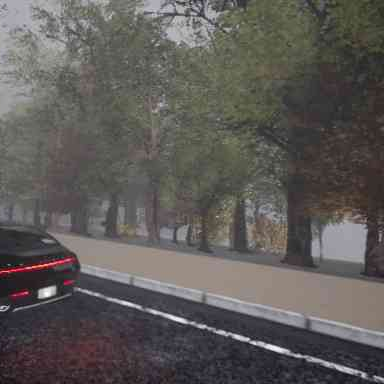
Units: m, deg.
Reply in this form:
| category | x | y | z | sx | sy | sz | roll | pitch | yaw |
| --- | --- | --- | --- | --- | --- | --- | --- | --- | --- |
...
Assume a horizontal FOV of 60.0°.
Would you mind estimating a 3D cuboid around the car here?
| category | x | y | z | sx | sy | sz | roll | pitch | yaw |
| --- | --- | --- | --- | --- | --- | --- | --- | --- | --- |
| car | -4.282 | 1.381 | 6.725 | 4.892 | 1.490 | 1.837 | -1 | 0 | 35 |
